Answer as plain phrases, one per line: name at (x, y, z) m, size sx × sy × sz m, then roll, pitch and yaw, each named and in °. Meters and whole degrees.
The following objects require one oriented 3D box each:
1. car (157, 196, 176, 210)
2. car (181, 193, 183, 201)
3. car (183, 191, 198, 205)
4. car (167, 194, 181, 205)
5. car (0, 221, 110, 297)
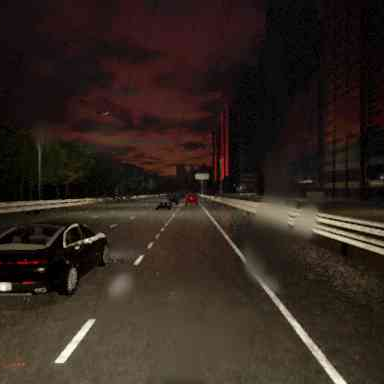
car at (-3.589, 1.603, 44.257) m, size 2.033 × 1.411 × 5.357 m, roll 0°, pitch 0°, yaw 0°
car at (-3.907, 1.721, 92.186) m, size 1.812 × 1.442 × 4.674 m, roll 0°, pitch 0°, yaw -1°
car at (-0.074, 1.320, 61.862) m, size 2.150 × 2.045 × 5.566 m, roll 0°, pitch 0°, yaw 0°
car at (-3.686, 1.325, 62.826) m, size 2.150 × 2.045 × 5.566 m, roll 0°, pitch 0°, yaw 0°
car at (-3.501, 1.509, 8.593) m, size 1.837 × 1.490 × 4.892 m, roll 0°, pitch 0°, yaw 0°
